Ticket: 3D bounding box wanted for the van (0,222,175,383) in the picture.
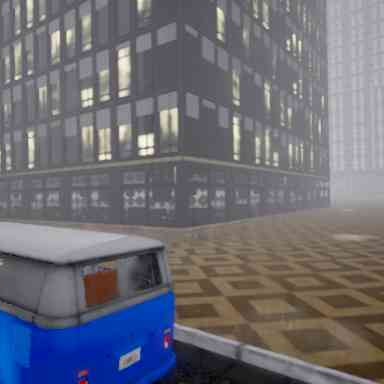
[{"bbox_3d":[-2.091,1.342,4.234,3.998,1.788,1.690,0,-1,36],"label":"van"}]
